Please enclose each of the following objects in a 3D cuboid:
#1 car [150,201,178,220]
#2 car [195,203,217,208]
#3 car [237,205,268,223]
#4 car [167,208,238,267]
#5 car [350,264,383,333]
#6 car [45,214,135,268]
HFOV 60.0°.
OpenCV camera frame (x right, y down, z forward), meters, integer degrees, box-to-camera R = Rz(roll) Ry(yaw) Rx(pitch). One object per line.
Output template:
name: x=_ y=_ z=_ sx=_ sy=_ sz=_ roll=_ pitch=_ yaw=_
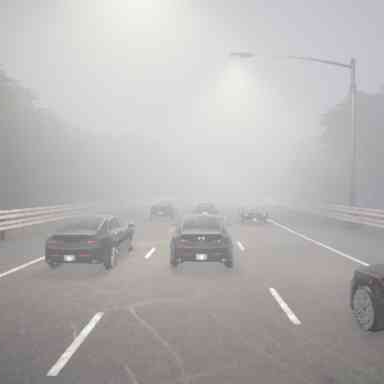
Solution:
car: x=-2.298 y=1.478 z=28.419 sx=1.882 sy=1.535 sz=5.008 roll=0 pitch=0 yaw=4
car: x=1.150 y=1.567 z=27.501 sx=1.994 sy=1.385 sz=4.181 roll=0 pitch=0 yaw=4
car: x=4.492 y=1.607 z=25.284 sx=1.895 sy=1.301 sz=4.718 roll=0 pitch=0 yaw=4
car: x=0.324 y=1.505 z=11.413 sx=1.837 sy=1.490 sz=4.892 roll=0 pitch=0 yaw=2
car: x=3.660 y=1.495 z=3.906 sx=2.128 sy=1.511 sz=4.902 roll=0 pitch=0 yaw=1
car: x=-3.183 y=1.502 z=11.234 sx=1.837 sy=1.490 sz=4.892 roll=0 pitch=0 yaw=2
